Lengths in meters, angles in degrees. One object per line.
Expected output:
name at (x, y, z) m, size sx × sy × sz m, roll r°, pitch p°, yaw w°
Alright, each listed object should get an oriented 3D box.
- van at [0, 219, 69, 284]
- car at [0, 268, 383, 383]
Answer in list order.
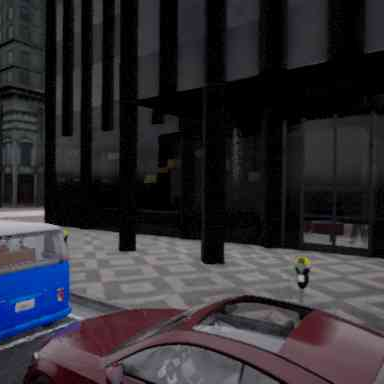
van at (-3.823, 1.340, 5.701) m, size 3.998 × 1.788 × 1.690 m, roll 0°, pitch 1°, yaw 36°
car at (0.317, 1.582, 2.744) m, size 4.206 × 1.307 × 1.802 m, roll 0°, pitch 1°, yaw 36°
